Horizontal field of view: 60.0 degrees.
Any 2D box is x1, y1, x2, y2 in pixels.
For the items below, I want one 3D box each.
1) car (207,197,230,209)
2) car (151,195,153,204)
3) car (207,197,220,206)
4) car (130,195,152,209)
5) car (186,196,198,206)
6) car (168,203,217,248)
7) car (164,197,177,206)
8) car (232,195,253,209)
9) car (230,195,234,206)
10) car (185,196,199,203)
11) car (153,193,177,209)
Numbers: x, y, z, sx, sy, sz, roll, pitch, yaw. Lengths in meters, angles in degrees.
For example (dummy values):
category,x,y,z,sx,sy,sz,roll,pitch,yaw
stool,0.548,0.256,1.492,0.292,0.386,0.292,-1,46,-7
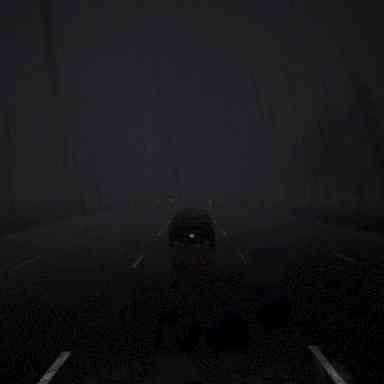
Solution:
category,x,y,z,sx,sy,sz,roll,pitch,yaw
car,3.495,1.473,44.848,2.128,1.511,4.902,0,0,0
car,-7.006,1.329,55.091,2.097,1.767,4.553,0,0,0
car,3.494,1.503,55.121,1.812,1.442,4.674,0,0,0
car,-7.005,1.529,44.720,2.033,1.411,5.357,0,0,0
car,-0.006,1.482,55.121,1.837,1.490,4.892,0,0,0
car,-0.002,1.472,14.889,1.882,1.535,5.008,0,0,0
car,-3.506,1.541,55.122,1.994,1.385,4.181,0,0,0
car,6.995,1.546,45.211,1.994,1.385,4.181,0,0,0
car,6.994,1.330,55.091,2.097,1.767,4.553,0,0,0
car,-0.005,1.545,45.288,1.994,1.385,4.181,0,0,0
car,-3.505,1.203,44.728,2.150,2.045,5.566,0,0,0
